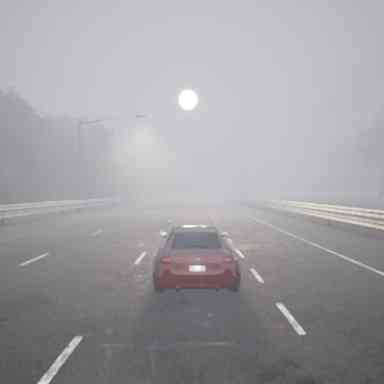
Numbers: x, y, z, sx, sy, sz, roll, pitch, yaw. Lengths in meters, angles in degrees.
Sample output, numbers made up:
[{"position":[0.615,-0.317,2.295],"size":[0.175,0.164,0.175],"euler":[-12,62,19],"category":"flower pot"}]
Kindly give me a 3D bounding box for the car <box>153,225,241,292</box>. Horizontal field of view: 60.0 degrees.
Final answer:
[{"position":[0.075,1.565,8.969],"size":[1.994,1.385,4.181],"euler":[0,0,-1],"category":"car"}]
